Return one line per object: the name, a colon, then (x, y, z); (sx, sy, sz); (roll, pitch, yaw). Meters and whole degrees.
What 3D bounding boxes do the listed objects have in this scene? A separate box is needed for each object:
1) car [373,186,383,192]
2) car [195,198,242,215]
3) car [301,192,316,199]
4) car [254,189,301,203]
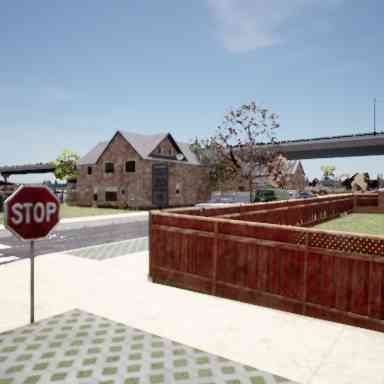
car: (44.179, -0.044, 78.794); (1.895, 1.301, 4.718); (0, 1, 37)
car: (2.214, 1.189, 27.252); (1.895, 1.301, 4.718); (0, 1, 37)
car: (15.088, 0.719, 44.384); (1.882, 1.535, 5.008); (0, 1, 37)
car: (7.422, 0.730, 29.473); (2.150, 2.045, 5.566); (0, 1, 37)
